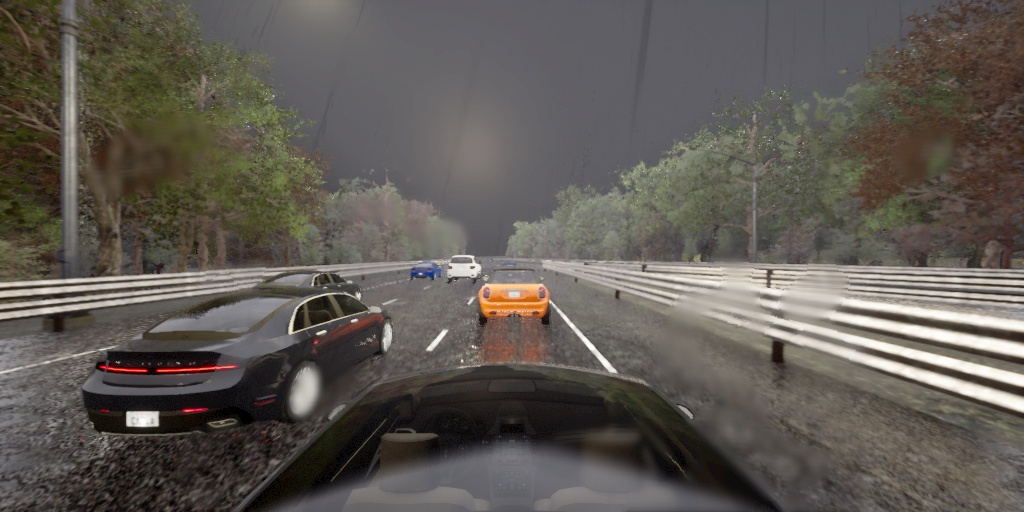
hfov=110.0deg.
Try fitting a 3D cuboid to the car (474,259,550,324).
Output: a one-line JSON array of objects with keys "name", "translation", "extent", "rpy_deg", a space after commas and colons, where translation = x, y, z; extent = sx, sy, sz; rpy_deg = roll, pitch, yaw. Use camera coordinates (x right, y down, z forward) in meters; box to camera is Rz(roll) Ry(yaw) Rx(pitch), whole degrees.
[{"name": "car", "translation": [0.051, 1.105, 12.189], "extent": [2.097, 1.767, 4.553], "rpy_deg": [0, 0, 0]}]

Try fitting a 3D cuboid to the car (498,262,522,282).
[{"name": "car", "translation": [-0.176, 1.290, 29.899], "extent": [1.812, 1.442, 4.674], "rpy_deg": [0, 0, -1]}]

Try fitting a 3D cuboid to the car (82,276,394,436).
[{"name": "car", "translation": [-3.416, 1.257, 5.732], "extent": [1.837, 1.490, 4.892], "rpy_deg": [0, 0, 0]}]

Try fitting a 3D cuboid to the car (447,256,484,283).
[{"name": "car", "translation": [-3.640, 0.986, 27.997], "extent": [2.150, 2.045, 5.566], "rpy_deg": [0, 0, -1]}]

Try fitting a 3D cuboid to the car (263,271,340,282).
[{"name": "car", "translation": [-6.951, 1.261, 12.545], "extent": [1.837, 1.490, 4.892], "rpy_deg": [0, 0, 0]}]

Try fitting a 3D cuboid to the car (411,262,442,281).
[{"name": "car", "translation": [-7.189, 1.247, 30.523], "extent": [1.882, 1.535, 5.008], "rpy_deg": [0, 0, -1]}]
